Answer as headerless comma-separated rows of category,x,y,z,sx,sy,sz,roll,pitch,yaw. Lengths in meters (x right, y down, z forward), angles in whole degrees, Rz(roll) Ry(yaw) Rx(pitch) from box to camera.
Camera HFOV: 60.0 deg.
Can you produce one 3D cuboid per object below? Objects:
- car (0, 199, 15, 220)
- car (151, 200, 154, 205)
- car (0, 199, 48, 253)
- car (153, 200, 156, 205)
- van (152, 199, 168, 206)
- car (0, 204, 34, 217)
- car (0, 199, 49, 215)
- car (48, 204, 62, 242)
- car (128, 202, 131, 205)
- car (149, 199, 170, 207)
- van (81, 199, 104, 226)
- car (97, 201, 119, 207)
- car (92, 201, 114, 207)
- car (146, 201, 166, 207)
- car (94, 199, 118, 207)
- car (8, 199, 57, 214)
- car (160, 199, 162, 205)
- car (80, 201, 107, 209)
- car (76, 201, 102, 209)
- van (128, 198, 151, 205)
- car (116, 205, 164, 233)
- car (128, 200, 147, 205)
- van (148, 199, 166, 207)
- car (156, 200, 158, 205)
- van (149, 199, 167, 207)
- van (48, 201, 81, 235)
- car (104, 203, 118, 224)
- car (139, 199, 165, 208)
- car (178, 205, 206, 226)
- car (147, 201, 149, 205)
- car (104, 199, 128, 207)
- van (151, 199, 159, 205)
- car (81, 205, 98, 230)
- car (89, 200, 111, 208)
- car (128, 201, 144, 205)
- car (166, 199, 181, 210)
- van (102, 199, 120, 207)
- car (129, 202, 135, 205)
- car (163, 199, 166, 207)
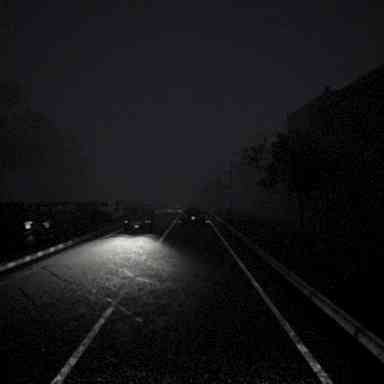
car,-21.893,1.787,34.769,5.566,2.045,2.435,0,-1,0
car,-8.824,2.417,51.757,4.792,1.488,2.163,0,-1,0
car,-8.864,1.395,12.527,5.566,2.045,2.435,0,-1,0
car,-8.826,2.476,54.560,4.792,1.488,2.163,0,-1,0
van,-8.997,3.045,93.800,4.442,1.987,1.878,0,-1,0
car,-21.923,2.185,40.210,4.674,1.452,2.002,0,-1,0
car,-21.898,1.953,43.123,5.566,2.045,2.435,0,-1,0
car,-8.802,1.567,15.325,4.553,1.767,2.185,0,-1,0
car,-8.836,1.993,32.146,4.892,1.521,2.231,0,-1,0
car,-8.850,2.961,91.001,5.566,2.045,2.435,0,-1,0
van,-8.952,1.617,23.737,4.442,1.987,1.878,0,-1,0
car,-22.142,3.137,87.648,5.366,1.575,1.946,0,-1,0
car,-21.924,3.053,82.097,4.792,1.488,2.163,0,-1,0
car,-8.867,3.037,82.587,4.892,1.521,2.231,0,-1,0
car,-21.983,2.830,84.878,5.566,2.045,2.435,0,-1,0
car,-21.900,2.008,45.784,5.566,2.045,2.435,0,-1,0
car,-8.831,2.556,65.773,4.553,1.767,2.185,0,-1,0
car,-21.762,2.845,73.773,5.366,1.575,1.946,0,-1,0
car,-21.951,2.791,70.996,4.892,1.521,2.231,0,-1,0
van,-8.734,2.103,48.960,4.442,1.987,1.878,0,-1,0
car,-3.333,1.846,22.437,2.128,1.511,4.902,0,-1,0
car,-9.033,2.208,43.350,5.366,1.575,1.946,0,-1,0
van,-8.992,2.869,85.394,4.442,1.987,1.878,0,-1,0
car,-8.851,2.505,57.363,5.008,1.535,2.097,0,-1,0
van,-8.993,2.927,88.197,4.442,1.987,1.878,0,-1,0
van,-8.718,1.517,18.131,4.442,1.987,1.878,0,-1,0
car,-8.831,1.892,26.536,5.008,1.535,2.097,0,-1,0
car,-8.839,2.607,74.184,5.566,2.045,2.435,0,-1,0
car,0.111,2.011,27.651,1.994,1.385,4.181,0,-1,1
car,-8.879,2.299,46.152,4.792,1.488,2.163,0,-1,0
car,-8.867,1.691,29.344,5.566,2.045,2.435,0,-1,0
van,-8.742,2.338,60.170,4.442,1.987,1.878,0,-1,0
car,-8.828,1.794,20.931,4.892,1.521,2.231,0,-1,0
car,-21.982,2.839,79.324,4.553,1.767,2.185,0,-1,0
car,-8.841,2.153,40.550,5.008,1.535,2.097,0,-1,0
car,-3.222,2.400,64.186,2.150,2.045,5.566,0,-1,1
van,-22.075,2.972,90.427,4.442,1.987,1.878,0,-1,0
car,-8.813,2.074,34.943,4.792,1.488,2.163,0,-1,0
car,-8.837,2.548,71.381,5.566,2.045,2.435,0,-1,0
